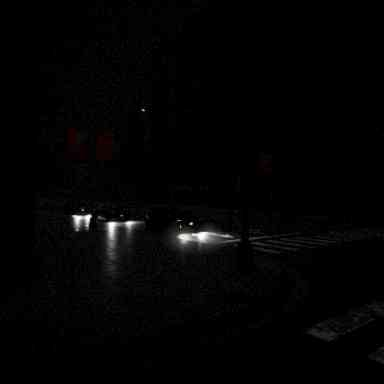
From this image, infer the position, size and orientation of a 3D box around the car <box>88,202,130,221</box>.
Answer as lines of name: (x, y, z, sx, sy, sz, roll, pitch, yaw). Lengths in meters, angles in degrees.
car: (-6.944, 1.618, 28.334, 1.812, 1.442, 4.674, 0, 0, -36)

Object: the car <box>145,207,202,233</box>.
car: (-1.207, 1.618, 20.347, 1.994, 1.385, 4.181, 0, 0, -36)

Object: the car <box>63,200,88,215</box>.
car: (-12.712, 1.621, 36.368, 2.128, 1.511, 4.902, 0, 0, -35)
